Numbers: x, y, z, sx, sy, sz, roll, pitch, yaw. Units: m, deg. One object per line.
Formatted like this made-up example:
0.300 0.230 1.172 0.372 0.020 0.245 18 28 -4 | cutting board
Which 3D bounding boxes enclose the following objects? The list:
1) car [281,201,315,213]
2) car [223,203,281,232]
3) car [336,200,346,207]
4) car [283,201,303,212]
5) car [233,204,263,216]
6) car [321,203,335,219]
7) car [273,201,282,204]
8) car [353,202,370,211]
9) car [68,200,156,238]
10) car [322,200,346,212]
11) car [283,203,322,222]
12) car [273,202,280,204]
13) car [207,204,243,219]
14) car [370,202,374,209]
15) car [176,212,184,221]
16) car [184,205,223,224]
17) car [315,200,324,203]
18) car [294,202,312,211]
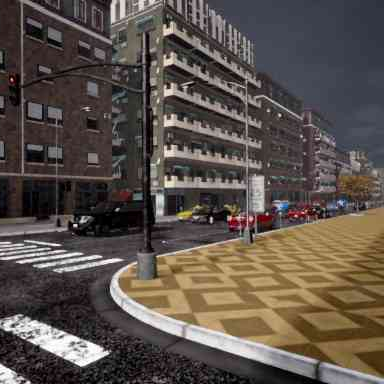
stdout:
12.263 2.118 38.407 1.837 1.490 4.892 -1 -2 35 | car
4.085 1.751 22.225 1.967 1.590 4.097 -2 -2 35 | car
39.156 2.883 87.168 1.690 1.788 3.998 -2 -2 35 | car
16.643 2.361 54.783 1.967 1.590 4.097 -2 -2 35 | car
6.954 2.222 40.875 1.947 1.339 4.313 -2 -2 35 | car
13.777 2.141 36.126 1.947 1.339 4.313 -2 -2 35 | car
10.183 2.289 45.510 1.887 1.381 4.507 -2 -2 35 | car
29.927 2.583 59.300 1.947 1.339 4.313 -2 -2 35 | car
-4.561 1.483 19.865 2.150 2.045 5.566 -1 -2 36 | car
23.416 2.468 54.423 2.033 1.411 5.357 -1 -1 36 | car
10.546 2.032 31.492 1.887 1.381 4.507 -2 -2 35 | car
7.667 2.140 37.394 2.033 1.411 5.357 -1 -1 35 | car
3.626 2.090 36.101 1.752 1.417 4.829 -2 -2 35 | car
36.388 2.745 68.569 2.008 1.369 4.403 -2 -2 35 | car
0.396 2.002 31.467 1.752 1.417 4.829 -2 -2 35 | car
1.690 1.934 28.831 1.837 1.490 4.892 -1 -1 35 | car
26.332 2.501 68.691 2.192 1.841 5.009 -2 -2 35 | car
19.874 2.554 59.415 1.887 1.381 4.507 -2 -2 35 | car
